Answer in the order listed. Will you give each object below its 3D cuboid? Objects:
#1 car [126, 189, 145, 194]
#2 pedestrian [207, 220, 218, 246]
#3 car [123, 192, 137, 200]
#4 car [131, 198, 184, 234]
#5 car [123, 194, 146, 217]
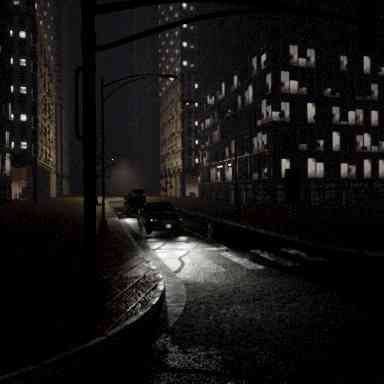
[{"bbox_3d":[-8.317,0.543,50.499,2.150,2.045,5.566,-1,1,-16],"label":"car"},{"bbox_3d":[0.738,1.539,12.942,0.500,1.100,0.500,0,0,-16],"label":"pedestrian"},{"bbox_3d":[-11.354,0.739,60.773,1.994,1.385,4.181,-1,1,-16],"label":"car"},{"bbox_3d":[-1.782,1.293,17.856,2.128,1.511,4.902,-1,1,-16],"label":"car"},{"bbox_3d":[-4.623,1.169,27.509,1.837,1.490,4.892,-1,1,-16],"label":"car"}]
